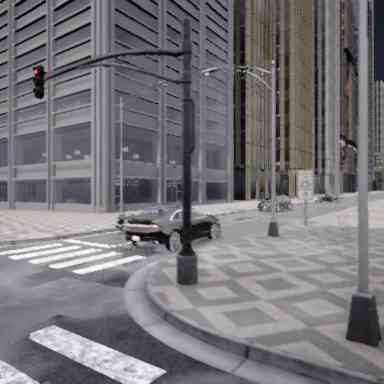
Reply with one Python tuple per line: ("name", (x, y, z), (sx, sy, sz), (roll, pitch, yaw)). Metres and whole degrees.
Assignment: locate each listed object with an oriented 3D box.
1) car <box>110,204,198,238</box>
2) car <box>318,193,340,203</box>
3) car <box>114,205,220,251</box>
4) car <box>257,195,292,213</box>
("car", (-1.790, 1.391, 17.395), (1.895, 1.301, 4.718), (0, 1, 35))
("car", (19.131, 0.842, 46.354), (1.895, 1.301, 4.718), (0, 1, 36))
("car", (-0.595, 1.321, 13.372), (2.128, 1.511, 4.902), (0, 1, 33))
("car", (7.626, 1.024, 30.514), (1.837, 1.490, 4.892), (0, 1, 36))
